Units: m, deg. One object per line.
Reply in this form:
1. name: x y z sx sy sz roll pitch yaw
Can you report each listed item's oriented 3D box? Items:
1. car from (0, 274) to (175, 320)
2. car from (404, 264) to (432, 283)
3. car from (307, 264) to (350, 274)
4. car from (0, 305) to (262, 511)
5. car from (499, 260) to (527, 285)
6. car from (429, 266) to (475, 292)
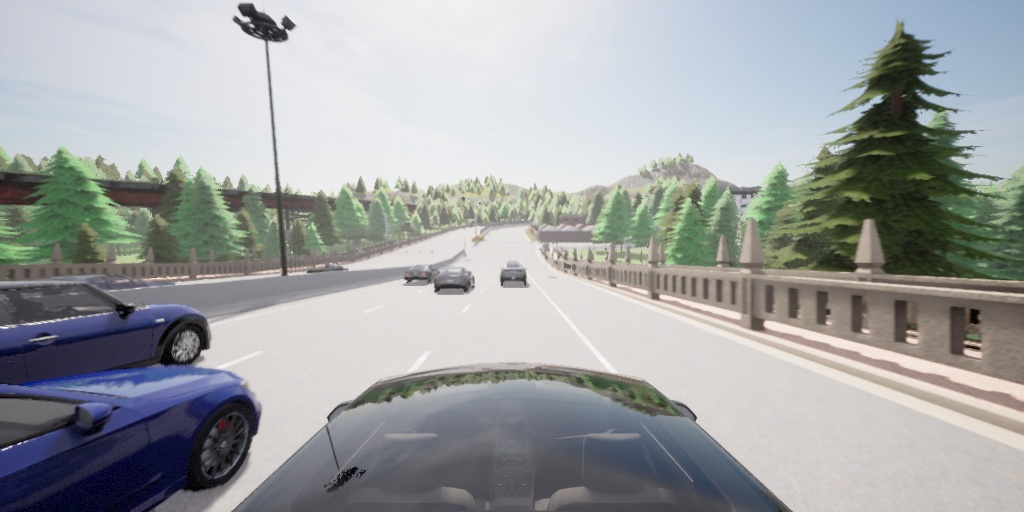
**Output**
1. car: -6.900 1.110 5.069 2.097 1.767 4.553 0 0 0
2. car: -6.896 1.345 28.123 2.033 1.411 5.357 0 0 0
3. car: -17.536 1.410 34.428 1.895 1.301 4.718 0 0 0
4. car: -3.401 1.276 1.600 1.812 1.442 4.674 0 0 0
5. car: 0.103 1.284 26.365 2.128 1.511 4.902 0 0 0
6. car: -3.397 1.349 21.728 1.994 1.385 4.181 0 0 0
